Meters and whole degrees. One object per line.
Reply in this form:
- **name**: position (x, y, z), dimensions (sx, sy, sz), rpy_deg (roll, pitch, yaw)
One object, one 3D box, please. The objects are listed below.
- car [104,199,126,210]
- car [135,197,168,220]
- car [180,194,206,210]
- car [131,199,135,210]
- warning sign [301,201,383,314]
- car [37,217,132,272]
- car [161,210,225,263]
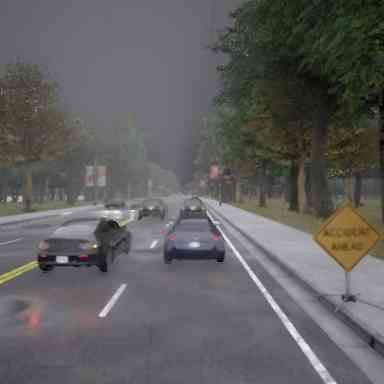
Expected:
- **car**: position (-9.834, 1.561, 42.772), dimensions (1.895, 1.301, 4.718), rpy_deg (0, 0, 0)
- **car**: position (-3.163, 1.313, 27.926), dimensions (2.097, 1.767, 4.553), rpy_deg (0, 0, 0)
- **car**: position (0.087, 1.313, 27.921), dimensions (2.097, 1.767, 4.553), rpy_deg (0, 0, 0)
- **car**: position (-6.584, 1.465, 42.471), dimensions (1.837, 1.490, 4.892), rpy_deg (0, 0, 0)
- **warning sign**: position (2.834, 1.104, 6.083), dimensions (1.300, 1.860, 1.060), rpy_deg (-1, -1, 0)
- **car**: position (-3.176, 1.508, 10.574), dimensions (1.812, 1.442, 4.674), rpy_deg (0, 0, 1)
- **car**: position (0.082, 1.543, 11.911), dimensions (1.994, 1.385, 4.181), rpy_deg (0, 0, 0)
